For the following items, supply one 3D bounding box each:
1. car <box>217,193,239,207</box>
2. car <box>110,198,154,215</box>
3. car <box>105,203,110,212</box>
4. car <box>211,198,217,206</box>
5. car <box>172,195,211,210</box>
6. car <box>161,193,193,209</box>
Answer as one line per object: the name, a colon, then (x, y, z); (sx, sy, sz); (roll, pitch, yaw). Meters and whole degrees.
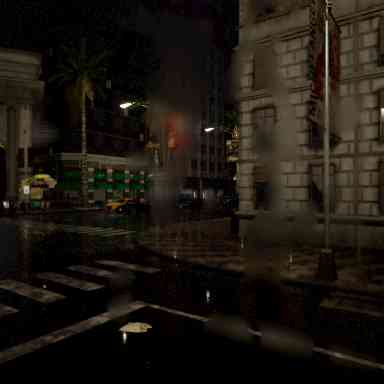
car: (6.772, 1.221, 50.718); (5.566, 2.045, 2.150); (0, 0, -45)
car: (-5.918, 1.564, 34.445); (1.994, 1.385, 4.181); (0, 0, 36)
car: (-7.599, 1.478, 38.073); (1.882, 1.535, 5.008); (0, 0, 37)
car: (4.886, 1.352, 53.644); (4.553, 1.767, 2.097); (0, 0, -43)
car: (-0.012, 1.526, 42.473); (1.812, 1.442, 4.674); (0, 0, 37)
car: (-1.797, 1.221, 45.952); (2.150, 2.045, 5.566); (0, 0, 37)
